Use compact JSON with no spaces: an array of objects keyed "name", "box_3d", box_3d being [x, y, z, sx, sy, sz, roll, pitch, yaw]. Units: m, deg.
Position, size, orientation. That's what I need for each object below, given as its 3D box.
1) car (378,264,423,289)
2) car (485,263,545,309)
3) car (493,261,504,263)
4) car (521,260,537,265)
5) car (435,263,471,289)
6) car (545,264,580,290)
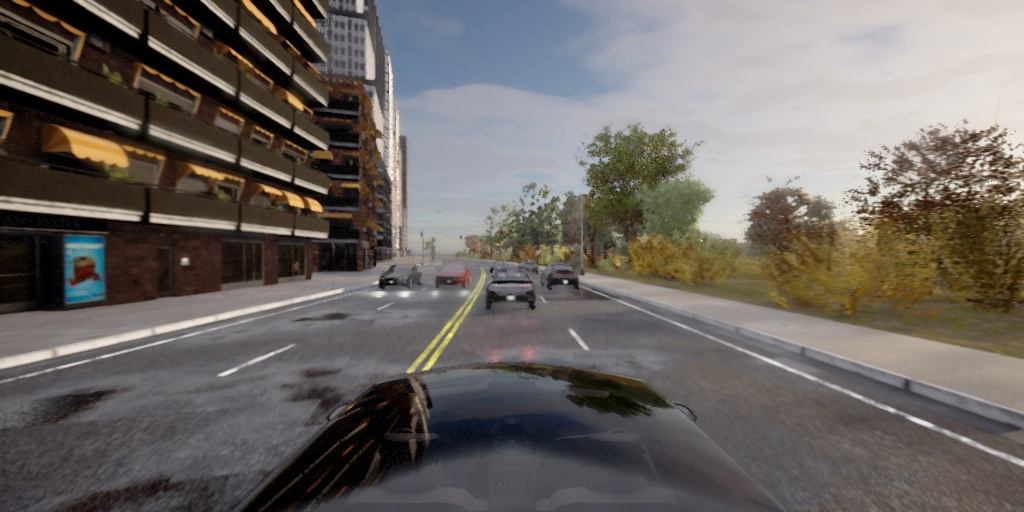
[{"name":"car","box_3d":[-6.976,1.248,22.893,1.837,1.490,4.892,0,0,-2]},{"name":"car","box_3d":[-0.089,1.225,14.705,2.128,1.511,4.902,0,0,-1]},{"name":"car","box_3d":[-1.496,1.257,40.975,1.994,1.385,4.181,0,0,-5]},{"name":"car","box_3d":[1.807,1.176,40.474,2.128,1.511,4.902,0,0,-4]},{"name":"car","box_3d":[-3.737,1.209,23.323,1.882,1.535,5.008,0,0,-2]},{"name":"car","box_3d":[2.895,1.219,22.351,1.837,1.490,4.892,0,0,-2]}]
